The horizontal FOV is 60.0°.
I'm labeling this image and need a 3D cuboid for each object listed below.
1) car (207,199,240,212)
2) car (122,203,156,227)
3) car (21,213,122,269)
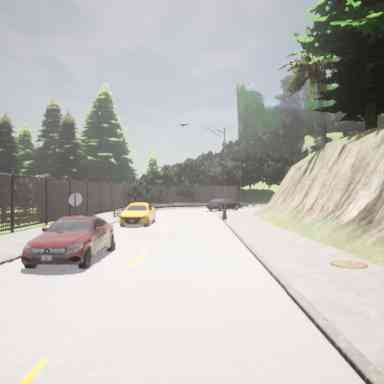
[{"bbox_3d":[3.921,1.564,40.603,2.128,1.511,4.902,0,0,45],"label":"car"},{"bbox_3d":[-3.713,1.519,23.301,1.882,1.535,5.008,0,1,1],"label":"car"},{"bbox_3d":[-3.927,1.546,11.393,1.812,1.442,4.674,0,0,1],"label":"car"}]
